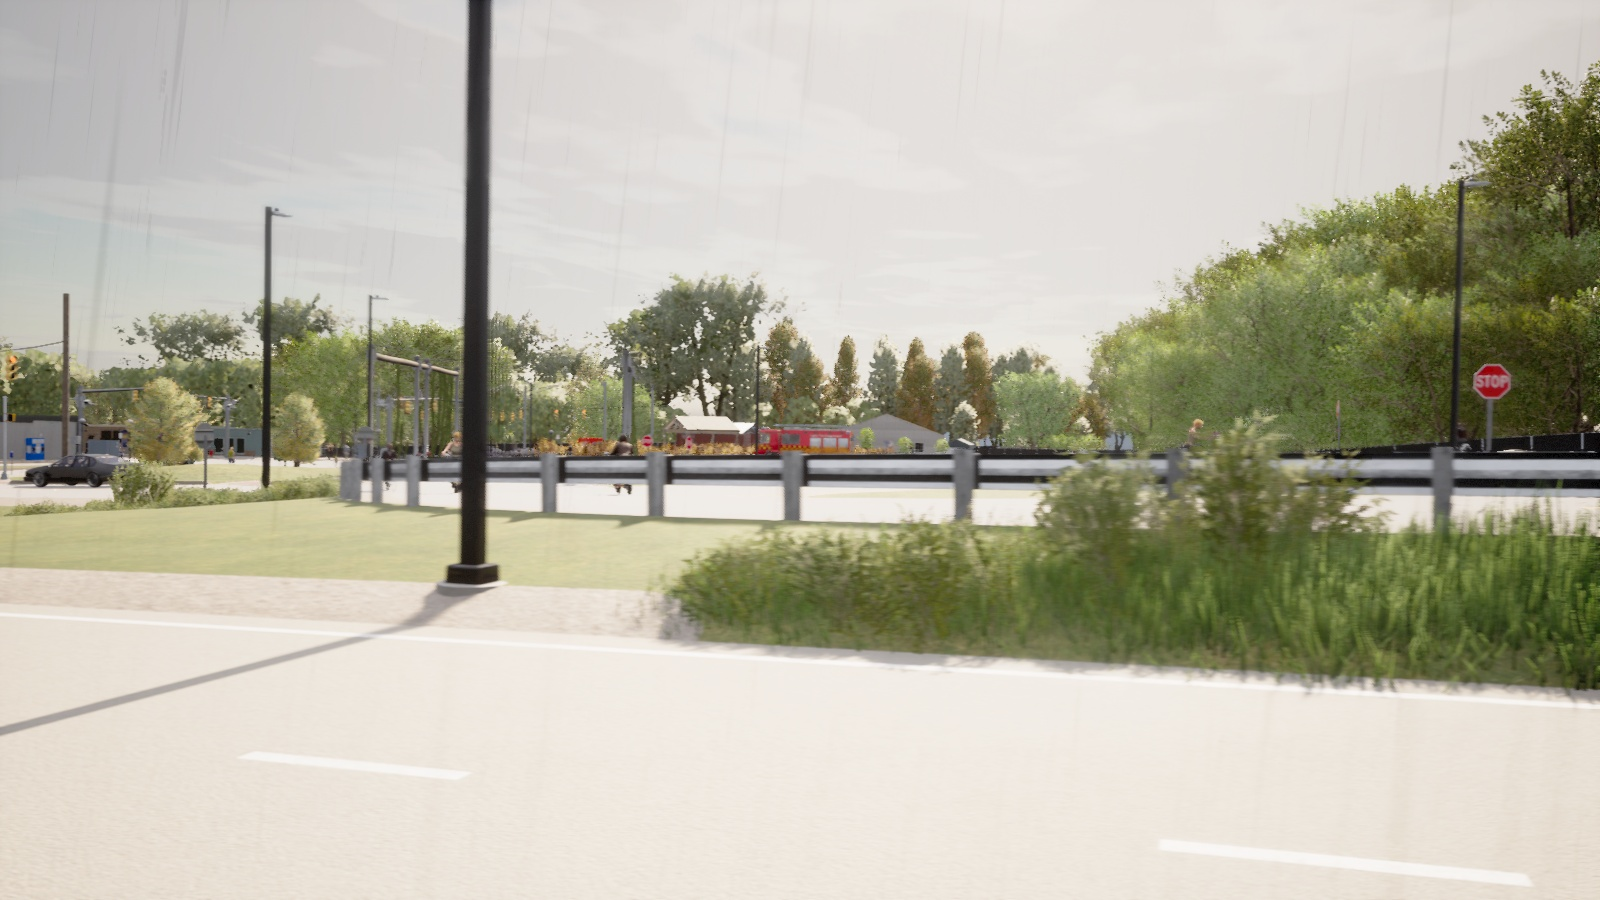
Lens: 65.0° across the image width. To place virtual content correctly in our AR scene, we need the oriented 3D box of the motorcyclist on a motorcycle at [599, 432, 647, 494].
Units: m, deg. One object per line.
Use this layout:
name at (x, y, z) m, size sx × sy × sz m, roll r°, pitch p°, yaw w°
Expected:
motorcyclist on a motorcycle at (-4.554, 0.350, 32.149) m, size 0.797 × 1.523 × 2.044 m, roll 1°, pitch -2°, yaw -20°

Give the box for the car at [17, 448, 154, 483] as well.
car at (-30.715, 0.644, 54.009) m, size 5.357 × 1.411 × 2.033 m, roll 0°, pitch 1°, yaw 18°
